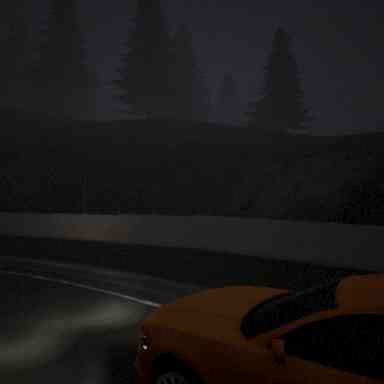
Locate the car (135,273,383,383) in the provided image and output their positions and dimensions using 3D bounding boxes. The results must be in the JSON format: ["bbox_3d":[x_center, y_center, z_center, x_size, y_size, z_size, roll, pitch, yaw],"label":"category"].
[{"bbox_3d":[1.717,1.477,2.766,5.008,1.535,1.882,1,1,35],"label":"car"}]
